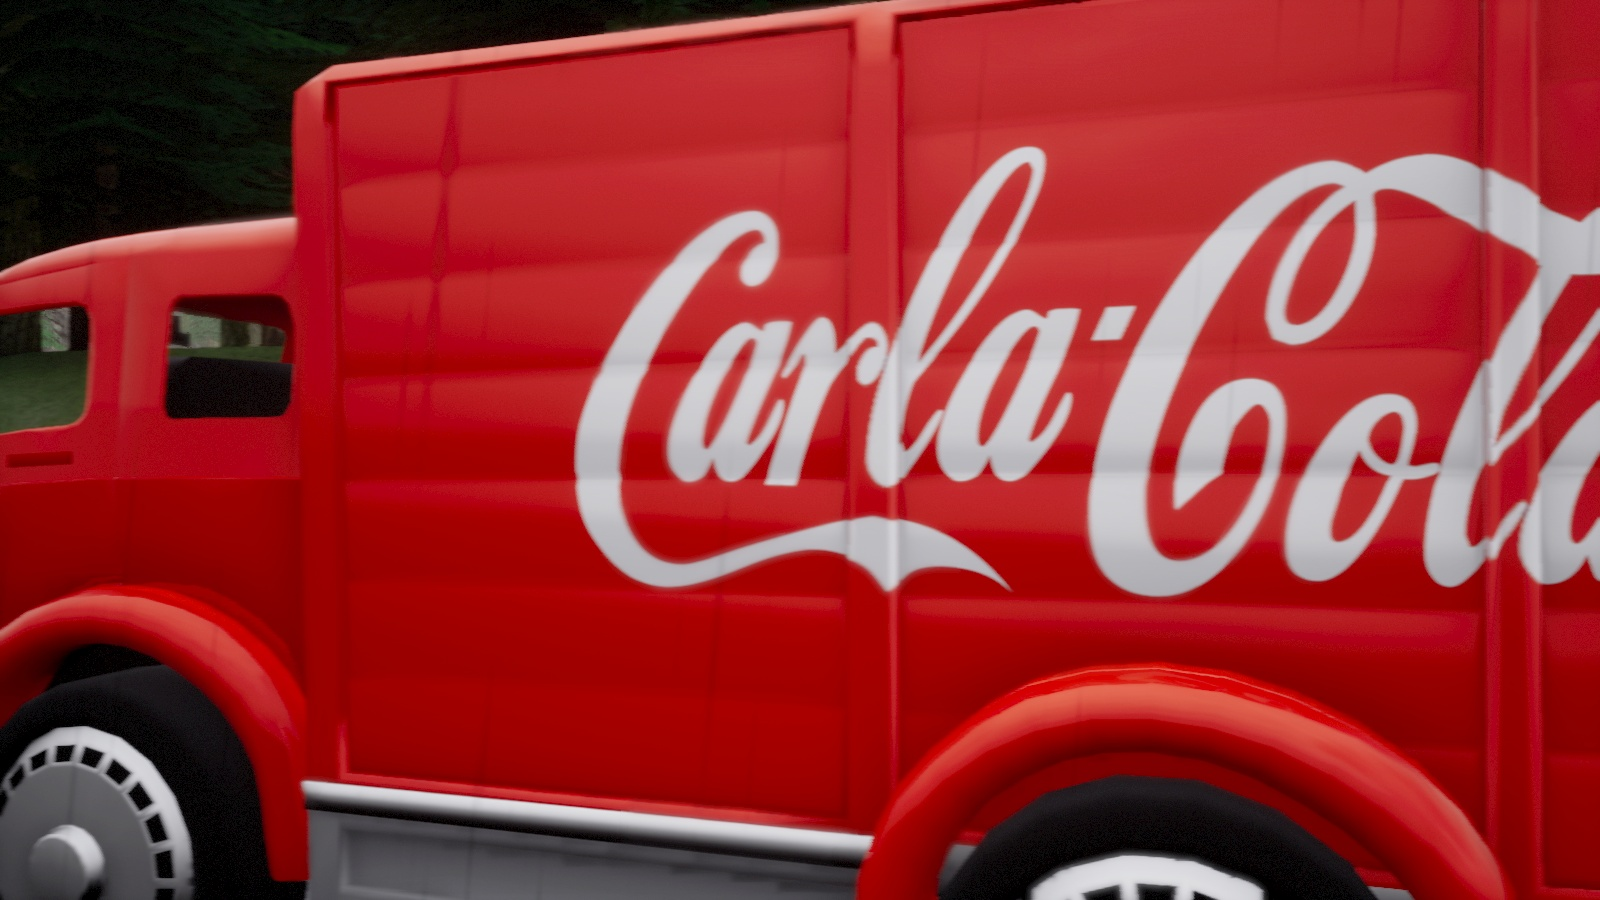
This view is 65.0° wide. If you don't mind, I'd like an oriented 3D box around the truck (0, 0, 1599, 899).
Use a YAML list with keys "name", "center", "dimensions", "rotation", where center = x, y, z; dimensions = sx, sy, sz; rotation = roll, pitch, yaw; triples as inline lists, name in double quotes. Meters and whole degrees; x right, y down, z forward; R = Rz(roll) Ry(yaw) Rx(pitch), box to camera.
- name: "truck"
  center: [-0.426, 0.258, 3.855]
  dimensions: [5.204, 2.467, 2.627]
  rotation: [0, 1, 19]
